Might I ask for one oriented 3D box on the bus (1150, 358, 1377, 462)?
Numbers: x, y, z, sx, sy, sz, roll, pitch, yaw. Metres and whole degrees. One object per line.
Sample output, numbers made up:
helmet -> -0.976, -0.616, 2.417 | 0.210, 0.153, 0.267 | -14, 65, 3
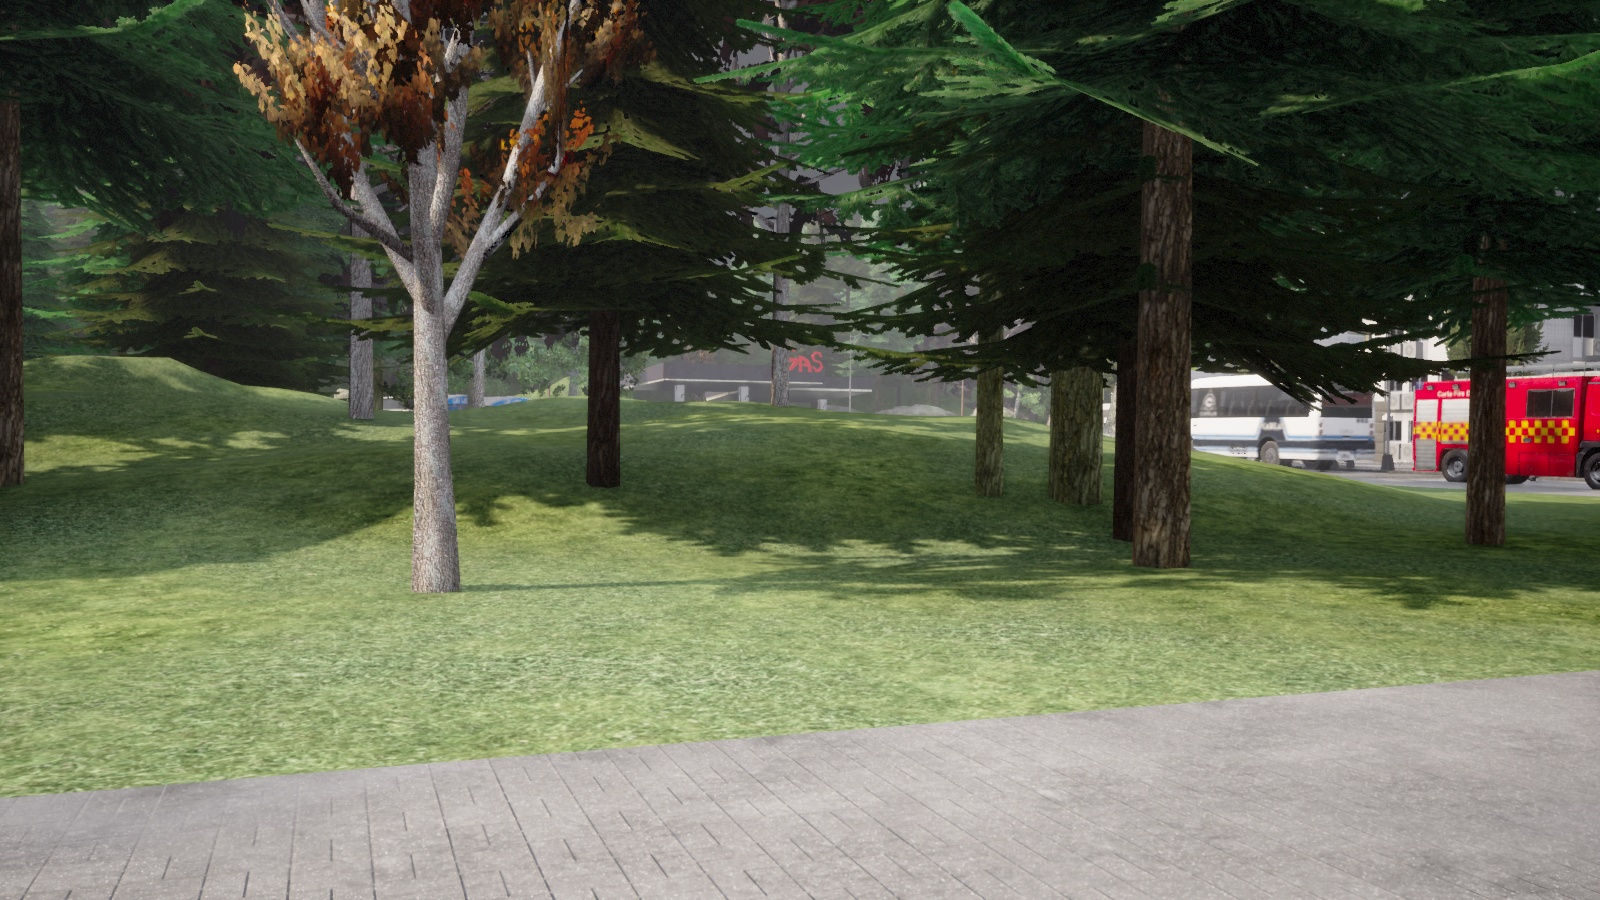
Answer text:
bus -> 20.690, -1.730, 57.066 | 3.944, 4.253, 10.273 | -1, 1, -20

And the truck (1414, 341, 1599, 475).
truck -> 23.339, -1.245, 38.456 | 2.891, 3.827, 8.468 | -1, 1, -20
